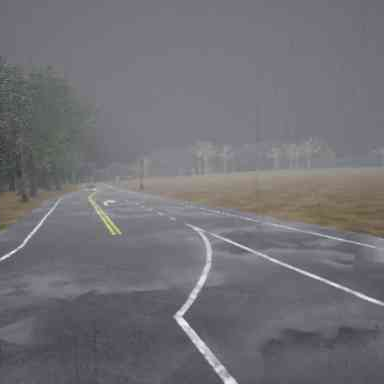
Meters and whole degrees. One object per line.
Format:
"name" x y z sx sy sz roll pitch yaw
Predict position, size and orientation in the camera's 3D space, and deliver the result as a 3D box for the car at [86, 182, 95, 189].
"car" -24.518 -1.661 80.478 2.097 1.767 4.553 -3 3 -18
